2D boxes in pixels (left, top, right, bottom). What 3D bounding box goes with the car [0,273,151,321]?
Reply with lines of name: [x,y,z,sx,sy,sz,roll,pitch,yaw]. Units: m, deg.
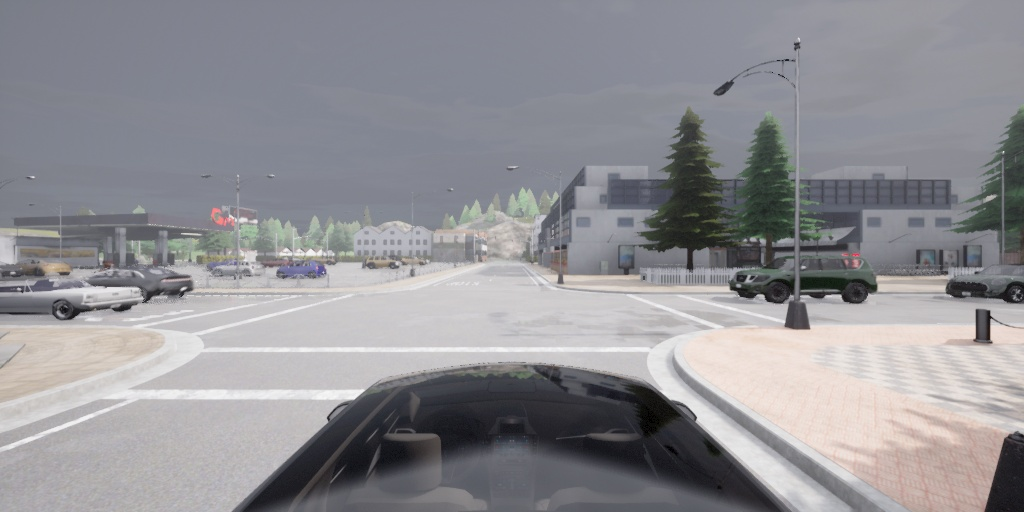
car: [-15.529,1.365,12.039,4.718,1.301,1.895,0,0,0]

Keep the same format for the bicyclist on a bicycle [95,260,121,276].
bicyclist on a bicycle: [-21.891,1.063,19.459,0.582,1.620,1.656,0,0,-1]

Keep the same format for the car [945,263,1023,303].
car: [22.627,1.115,16.104,4.553,1.767,2.097,0,0,0]

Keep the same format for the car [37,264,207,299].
car: [-16.890,1.255,15.754,4.902,1.511,2.128,0,0,-1]

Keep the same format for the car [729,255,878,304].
car: [12.890,0.985,16.026,5.566,2.045,2.150,0,0,0]
